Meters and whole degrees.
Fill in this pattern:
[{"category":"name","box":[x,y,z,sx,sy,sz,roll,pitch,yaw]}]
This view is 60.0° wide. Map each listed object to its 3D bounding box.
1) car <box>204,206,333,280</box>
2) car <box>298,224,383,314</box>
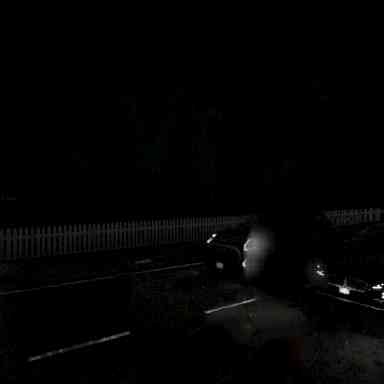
[{"category":"car","box":[2.561,1.352,10.098,4.553,1.767,2.097,0,0,-35]},{"category":"car","box":[4.687,1.504,7.316,4.892,1.490,1.837,0,0,-35]}]
